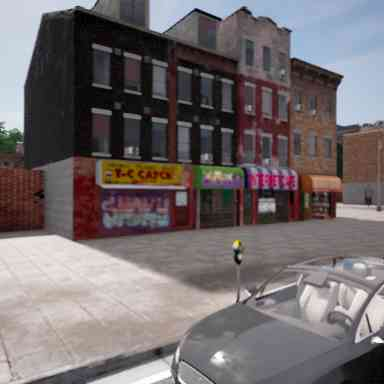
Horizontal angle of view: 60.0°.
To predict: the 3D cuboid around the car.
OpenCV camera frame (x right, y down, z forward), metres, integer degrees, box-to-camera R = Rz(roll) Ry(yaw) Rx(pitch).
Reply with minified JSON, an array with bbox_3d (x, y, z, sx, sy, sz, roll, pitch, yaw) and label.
[{"bbox_3d":[1.817,1.549,4.092,4.403,1.369,2.008,0,0,-35],"label":"car"}]
